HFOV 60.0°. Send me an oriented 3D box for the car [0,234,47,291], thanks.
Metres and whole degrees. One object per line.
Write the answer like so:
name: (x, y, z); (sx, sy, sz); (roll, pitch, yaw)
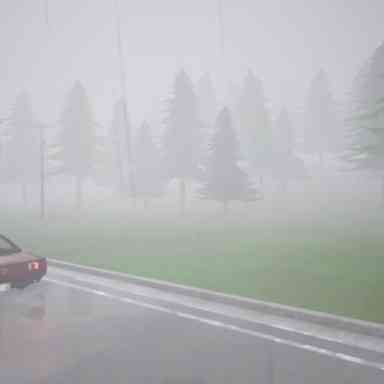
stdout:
car: (-5.615, 1.647, 7.991); (4.718, 1.301, 1.895); (0, 0, 35)
